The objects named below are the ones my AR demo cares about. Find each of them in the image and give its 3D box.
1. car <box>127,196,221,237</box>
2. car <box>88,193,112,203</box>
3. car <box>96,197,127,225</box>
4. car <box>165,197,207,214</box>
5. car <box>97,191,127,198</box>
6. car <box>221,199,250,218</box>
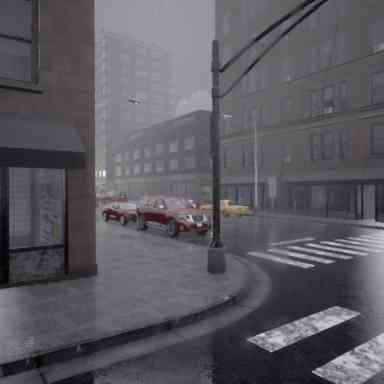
[{"bbox_3d":[-1.132,1.138,17.106,2.192,1.841,5.009,1,0,-36],"label":"car"},{"bbox_3d":[-13.495,0.883,48.748,2.008,1.369,4.403,1,0,-36],"label":"car"},{"bbox_3d":[-4.348,1.288,21.548,1.887,1.381,4.507,1,0,-36],"label":"car"},{"bbox_3d":[-0.647,1.204,30.978,1.802,1.307,4.206,1,0,-36],"label":"car"},{"bbox_3d":[-10.280,0.717,44.304,2.192,1.841,5.009,1,0,-36],"label":"car"},{"bbox_3d":[2.466,1.222,26.674,1.752,1.417,4.829,1,0,-36],"label":"car"}]
